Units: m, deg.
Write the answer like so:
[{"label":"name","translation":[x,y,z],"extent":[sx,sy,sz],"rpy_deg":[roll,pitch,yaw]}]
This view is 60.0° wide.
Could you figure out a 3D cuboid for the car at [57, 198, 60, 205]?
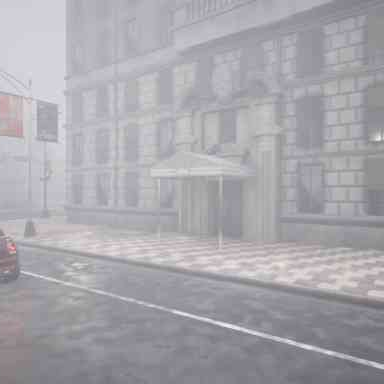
[{"label":"car","translation":[-18.728,1.221,53.303],"extent":[2.150,2.045,5.566],"rpy_deg":[0,0,36]}]

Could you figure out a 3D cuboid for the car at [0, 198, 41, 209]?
[{"label":"car","translation":[-21.838,1.564,42.930],"extent":[1.994,1.385,4.181],"rpy_deg":[0,0,35]}]

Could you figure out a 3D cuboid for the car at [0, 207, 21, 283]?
[{"label":"car","translation":[-6.408,1.352,8.449],"extent":[4.553,1.767,2.097],"rpy_deg":[0,0,35]}]

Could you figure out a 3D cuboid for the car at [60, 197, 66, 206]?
[{"label":"car","translation":[-16.731,1.478,50.082],"extent":[1.882,1.535,5.008],"rpy_deg":[0,0,36]}]
